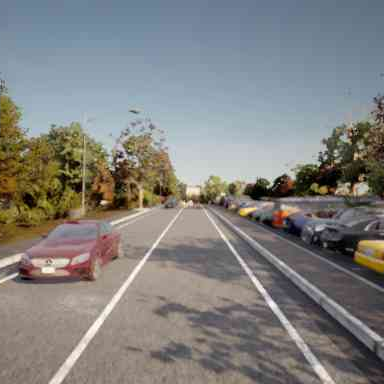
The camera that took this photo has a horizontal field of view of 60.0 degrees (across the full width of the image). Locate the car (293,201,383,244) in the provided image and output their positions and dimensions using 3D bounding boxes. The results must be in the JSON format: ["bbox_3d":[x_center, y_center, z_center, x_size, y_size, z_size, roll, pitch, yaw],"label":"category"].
[{"bbox_3d":[7.013,1.422,14.118,4.553,1.767,2.185,0,0,0],"label":"car"}]

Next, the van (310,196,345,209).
[{"bbox_3d":[20.398,1.586,50.112,4.442,1.987,1.878,0,0,0],"label":"van"}]

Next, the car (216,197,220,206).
[{"bbox_3d":[7.264,1.607,55.757,5.566,2.045,2.435,0,0,0],"label":"car"}]

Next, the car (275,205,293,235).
[{"bbox_3d":[7.028,1.596,16.890,4.792,1.488,2.163,0,0,0],"label":"car"}]

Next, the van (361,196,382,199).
[{"bbox_3d":[20.330,1.502,39.032,4.442,1.987,1.878,0,0,0],"label":"van"}]

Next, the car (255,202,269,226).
[{"bbox_3d":[7.003,1.638,22.443,4.792,1.488,2.163,0,0,0],"label":"car"}]

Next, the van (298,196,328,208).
[{"bbox_3d":[20.198,1.627,55.661,4.442,1.987,1.878,0,-1,0],"label":"van"}]

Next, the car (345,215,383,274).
[{"bbox_3d":[7.134,1.522,8.569,5.366,1.575,1.946,0,0,0],"label":"car"}]

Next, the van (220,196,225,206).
[{"bbox_3d":[7.102,1.612,52.982,4.442,1.987,1.878,0,0,0],"label":"van"}]

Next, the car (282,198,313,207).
[{"bbox_3d":[20.180,2.027,63.814,5.366,1.575,1.946,0,-1,0],"label":"car"}]

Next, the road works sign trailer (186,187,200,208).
[{"bbox_3d":[0.156,0.905,56.140,2.380,3.560,2.880,0,-1,-1],"label":"road works sign trailer"}]

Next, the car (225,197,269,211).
[{"bbox_3d":[6.949,1.730,39.100,5.366,1.575,1.946,0,0,0],"label":"car"}]

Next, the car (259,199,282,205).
[{"bbox_3d":[20.315,2.552,85.968,5.366,1.575,1.946,0,-1,0],"label":"car"}]

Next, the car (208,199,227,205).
[{"bbox_3d":[7.287,2.806,94.576,5.366,1.575,1.946,0,-2,0],"label":"car"}]

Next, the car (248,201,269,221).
[{"bbox_3d":[7.020,1.659,25.219,4.792,1.488,2.163,0,0,0],"label":"car"}]

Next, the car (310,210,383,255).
[{"bbox_3d":[6.959,1.534,11.338,4.892,1.521,2.231,0,0,0],"label":"car"}]

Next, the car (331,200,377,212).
[{"bbox_3d":[20.228,1.788,41.674,4.674,1.452,2.002,0,0,0],"label":"car"}]

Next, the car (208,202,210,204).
[{"bbox_3d":[7.376,2.247,83.496,5.566,2.045,2.435,0,-1,0],"label":"car"}]

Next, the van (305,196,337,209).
[{"bbox_3d":[20.414,1.605,52.757,4.442,1.987,1.878,0,0,0],"label":"van"}]

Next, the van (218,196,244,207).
[{"bbox_3d":[7.152,1.748,61.293,4.442,1.987,1.878,0,-1,0],"label":"van"}]

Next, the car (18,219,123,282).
[{"bbox_3d":[-3.342,1.574,10.069,1.812,1.442,4.674,0,0,0],"label":"car"}]

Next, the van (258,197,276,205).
[{"bbox_3d":[20.652,2.486,91.630,4.442,1.987,1.878,0,-2,0],"label":"van"}]

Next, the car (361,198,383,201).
[{"bbox_3d":[20.174,1.685,33.365,5.008,1.535,2.097,0,0,0],"label":"car"}]

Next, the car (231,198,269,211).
[{"bbox_3d":[7.111,1.714,36.323,4.892,1.521,2.231,0,0,0],"label":"car"}]

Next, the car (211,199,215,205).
[{"bbox_3d":[7.342,2.236,72.388,5.008,1.535,2.097,0,-1,0],"label":"car"}]

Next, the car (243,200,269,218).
[{"bbox_3d":[7.037,1.679,27.995,4.792,1.488,2.163,0,0,0],"label":"car"}]

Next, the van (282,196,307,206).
[{"bbox_3d":[20.499,1.870,66.588,4.442,1.987,1.878,0,-1,0],"label":"van"}]

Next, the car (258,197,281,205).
[{"bbox_3d":[20.544,2.375,88.741,5.566,2.045,2.435,0,-2,0],"label":"car"}]

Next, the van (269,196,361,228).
[{"bbox_3d":[7.132,1.361,19.668,4.442,1.987,1.878,0,0,0],"label":"van"}]

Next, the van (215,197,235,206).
[{"bbox_3d":[7.470,2.076,75.169,4.442,1.987,1.878,0,-1,0],"label":"van"}]

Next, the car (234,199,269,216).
[{"bbox_3d":[6.898,1.668,30.772,5.366,1.575,1.946,0,0,0],"label":"car"}]

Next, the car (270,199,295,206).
[{"bbox_3d":[20.428,2.295,75.017,5.008,1.535,2.097,0,-1,0],"label":"car"}]

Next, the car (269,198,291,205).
[{"bbox_3d":[20.418,2.232,77.665,4.553,1.767,2.185,0,-1,0],"label":"car"}]

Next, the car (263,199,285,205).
[{"bbox_3d":[20.476,2.489,83.200,4.892,1.521,2.231,0,-1,0],"label":"car"}]

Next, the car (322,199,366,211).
[{"bbox_3d":[20.241,1.769,44.446,5.008,1.535,2.097,0,0,0],"label":"car"}]

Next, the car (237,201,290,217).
[{"bbox_3d":[7.107,1.693,33.547,4.892,1.521,2.231,0,0,0],"label":"car"}]

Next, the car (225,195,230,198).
[{"bbox_3d":[7.136,1.650,44.652,4.553,1.767,2.185,0,0,0],"label":"car"}]

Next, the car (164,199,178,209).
[{"bbox_3d":[-3.175,1.870,50.861,1.837,1.490,4.892,0,-1,1],"label":"car"}]

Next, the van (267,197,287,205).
[{"bbox_3d":[20.583,2.197,80.435,4.442,1.987,1.878,0,-1,0],"label":"van"}]

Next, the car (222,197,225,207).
[{"bbox_3d":[7.179,1.796,47.428,5.008,1.535,2.097,0,0,0],"label":"car"}]

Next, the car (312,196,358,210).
[{"bbox_3d":[20.236,1.539,47.342,5.566,2.045,2.435,0,0,0],"label":"car"}]

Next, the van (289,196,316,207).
[{"bbox_3d":[20.231,1.739,61.051,4.442,1.987,1.878,0,-1,0],"label":"van"}]
